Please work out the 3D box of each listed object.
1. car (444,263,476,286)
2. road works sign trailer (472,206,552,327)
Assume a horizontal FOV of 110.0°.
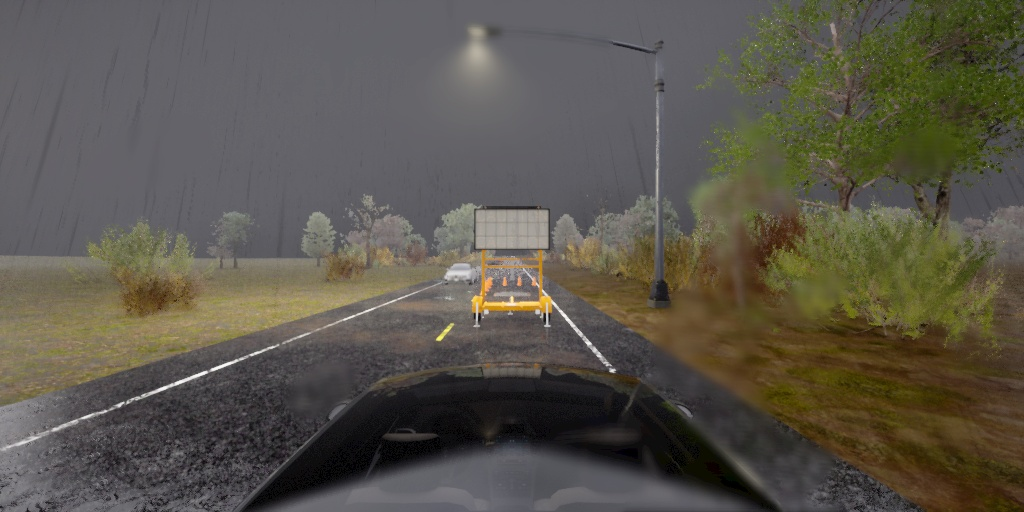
[{"bbox_3d":[-3.595,1.268,25.541,1.812,1.442,4.674,0,0,0],"label":"car"},{"bbox_3d":[0.002,0.214,11.529,2.380,3.560,2.880,0,0,0],"label":"road works sign trailer"}]
